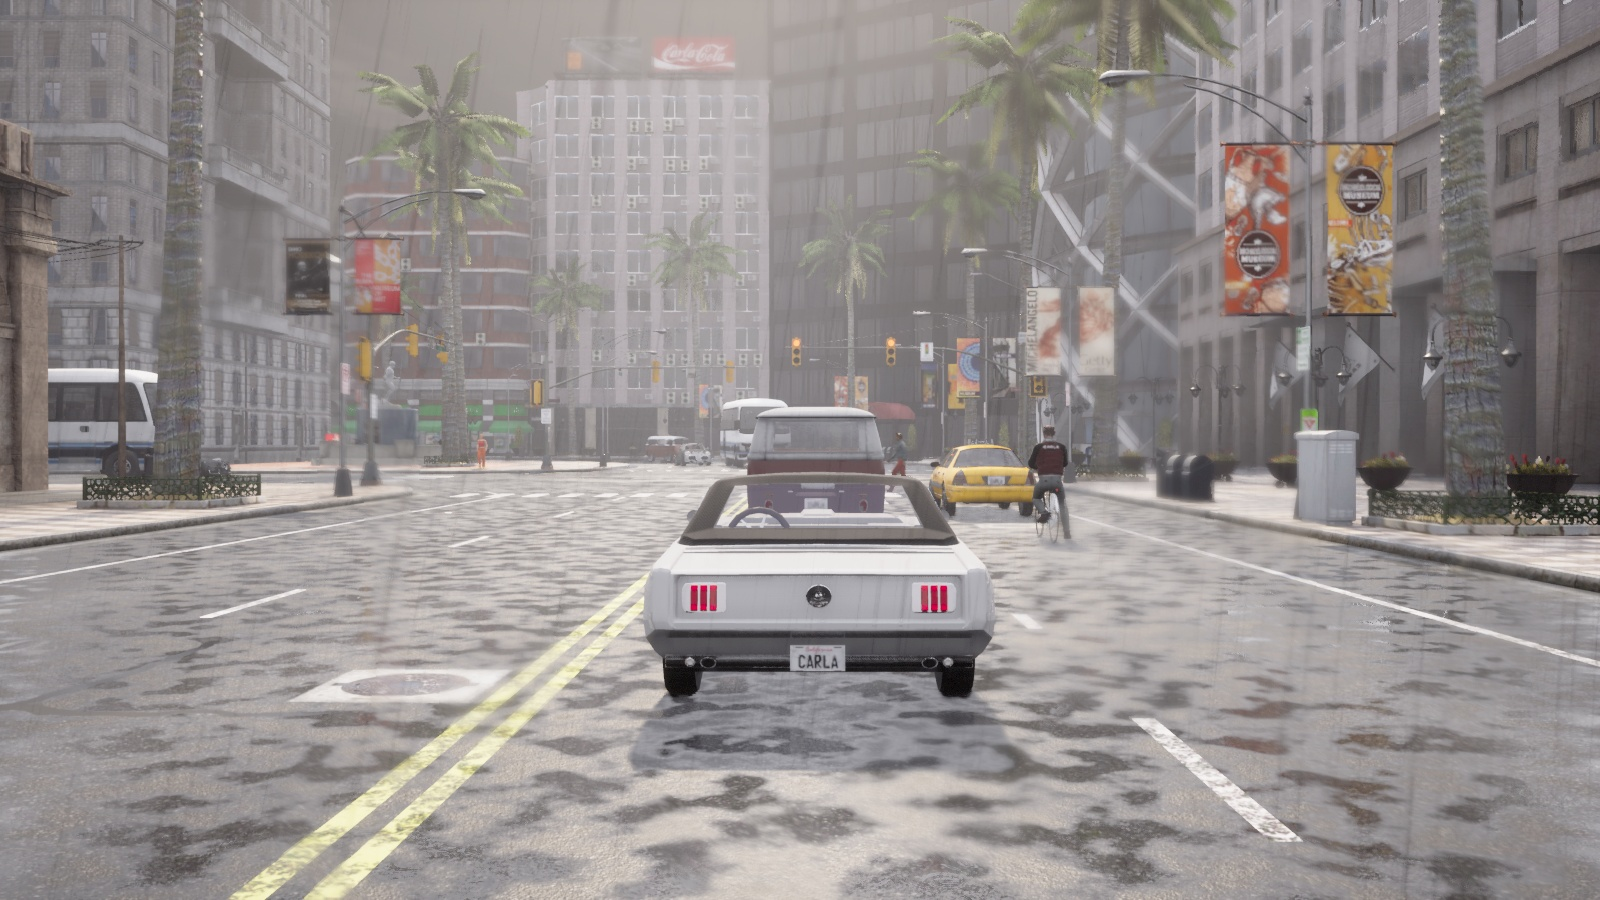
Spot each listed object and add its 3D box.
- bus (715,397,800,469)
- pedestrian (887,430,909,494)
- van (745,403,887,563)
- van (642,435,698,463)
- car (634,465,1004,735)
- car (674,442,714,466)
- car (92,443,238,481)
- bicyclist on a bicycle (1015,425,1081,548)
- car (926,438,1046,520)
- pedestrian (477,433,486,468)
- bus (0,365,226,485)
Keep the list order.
[{"bbox_3d":[-2.830,-1.078,78.883,3.944,4.253,10.273,0,1,-10],"label":"bus"},{"bbox_3d":[2.847,0.349,36.513,0.614,1.847,0.353,0,0,1],"label":"pedestrian"},{"bbox_3d":[0.224,0.399,17.841,1.775,1.987,4.442,0,0,1],"label":"van"},{"bbox_3d":[-9.994,-0.081,96.254,2.069,2.038,4.480,0,0,-41],"label":"van"},{"bbox_3d":[0.125,0.797,8.803,1.895,1.301,4.718,0,0,1],"label":"car"},{"bbox_3d":[-6.914,0.245,81.746,1.970,1.475,3.806,0,0,-14],"label":"car"},{"bbox_3d":[-25.251,0.449,49.998,4.892,1.490,1.837,0,0,1],"label":"car"},{"bbox_3d":[3.738,0.512,19.057,0.659,1.776,1.843,0,1,1],"label":"bicyclist on a bicycle"},{"bbox_3d":[3.818,0.538,26.653,1.801,1.575,5.366,0,0,1],"label":"car"},{"bbox_3d":[-16.417,0.025,64.716,0.345,1.836,0.594,0,0,0],"label":"pedestrian"},{"bbox_3d":[-27.301,-0.914,46.485,10.273,4.253,3.944,0,0,0],"label":"bus"}]
